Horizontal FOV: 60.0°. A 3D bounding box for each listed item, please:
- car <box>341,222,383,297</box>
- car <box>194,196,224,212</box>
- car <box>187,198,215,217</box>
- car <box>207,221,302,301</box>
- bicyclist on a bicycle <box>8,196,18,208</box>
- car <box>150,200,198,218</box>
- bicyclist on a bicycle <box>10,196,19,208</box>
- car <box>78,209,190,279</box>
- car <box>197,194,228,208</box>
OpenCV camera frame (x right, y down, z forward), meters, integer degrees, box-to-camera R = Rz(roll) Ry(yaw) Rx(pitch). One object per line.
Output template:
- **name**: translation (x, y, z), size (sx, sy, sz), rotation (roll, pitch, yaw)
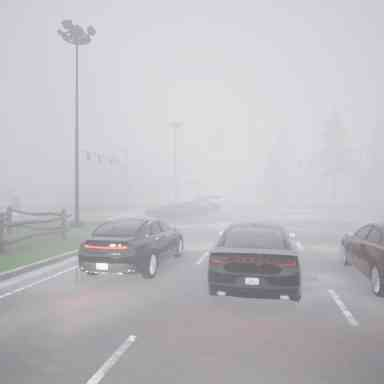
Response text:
- **car**: translation (5.178, 1.477, 8.381), size (1.882, 1.535, 5.008), rotation (0, 0, 12)
- **car**: translation (0.493, 1.477, 34.370), size (5.008, 1.535, 1.882), rotation (0, 0, 0)
- **car**: translation (-0.519, 1.525, 30.868), size (4.674, 1.442, 1.812), rotation (0, 0, 0)
- **car**: translation (1.622, 1.477, 8.492), size (1.882, 1.535, 5.008), rotation (0, 0, 12)
- **bicyclist on a bicycle**: translation (-23.412, 1.301, 43.556), size (0.582, 1.620, 1.656), rotation (0, 0, -9)
- **car**: translation (-1.820, 1.564, 27.340), size (4.181, 1.385, 1.994), rotation (0, 0, -1)
- **bicyclist on a bicycle**: translation (-22.972, 1.301, 43.624), size (0.582, 1.620, 1.656), rotation (0, 0, -9)
- **car**: translation (-1.595, 1.505, 10.196), size (1.837, 1.490, 4.892), rotation (0, 0, 12)
- **car**: translation (1.288, 1.221, 37.878), size (5.566, 2.045, 2.150), rotation (0, 0, 0)
